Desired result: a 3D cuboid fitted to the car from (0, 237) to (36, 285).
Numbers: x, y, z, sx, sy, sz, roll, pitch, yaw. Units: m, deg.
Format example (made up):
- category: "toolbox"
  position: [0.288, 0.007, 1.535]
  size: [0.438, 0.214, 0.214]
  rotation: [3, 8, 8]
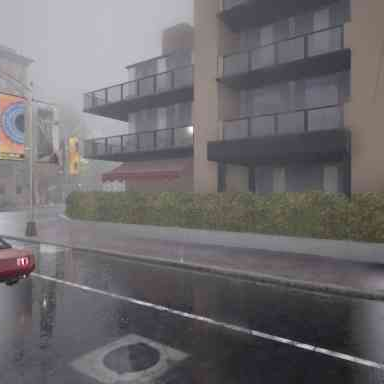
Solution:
- category: "car"
  position: [-5.991, 1.601, 8.255]
  size: [4.718, 1.301, 1.895]
  rotation: [0, 0, 35]
